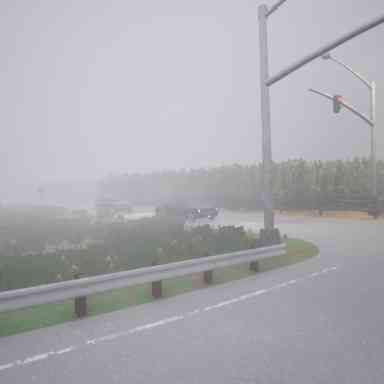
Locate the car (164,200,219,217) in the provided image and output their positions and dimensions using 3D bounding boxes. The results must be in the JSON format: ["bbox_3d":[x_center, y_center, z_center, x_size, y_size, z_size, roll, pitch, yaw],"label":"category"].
[{"bbox_3d":[-0.406,1.185,21.994,1.895,1.301,4.718,-3,2,-41],"label":"car"}]

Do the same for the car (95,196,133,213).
[{"bbox_3d":[-7.072,1.128,29.795,1.837,1.490,4.892,-3,2,-40],"label":"car"}]
